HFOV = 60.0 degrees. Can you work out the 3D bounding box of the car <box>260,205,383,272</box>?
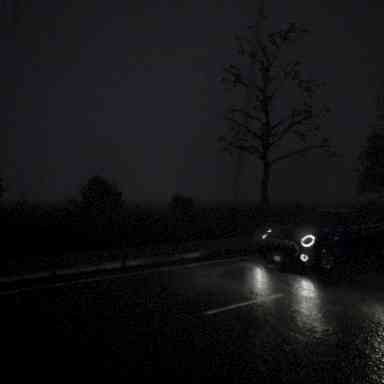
[{"bbox_3d":[4.384,1.336,10.796,4.553,1.767,2.097,0,0,-31],"label":"car"}]
